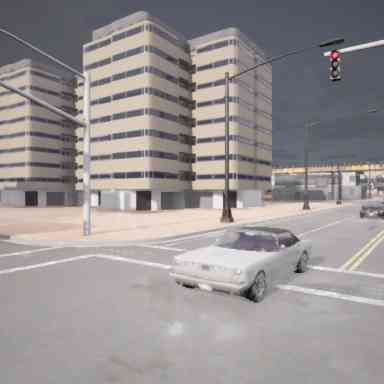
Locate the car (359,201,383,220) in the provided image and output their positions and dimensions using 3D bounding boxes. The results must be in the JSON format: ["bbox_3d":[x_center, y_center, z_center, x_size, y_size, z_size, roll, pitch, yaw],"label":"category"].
[{"bbox_3d":[15.671,1.536,28.493,1.812,1.442,4.674,0,0,35],"label":"car"}]

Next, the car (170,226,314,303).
[{"bbox_3d":[1.531,1.602,8.496,1.895,1.301,4.718,0,0,35],"label":"car"}]
